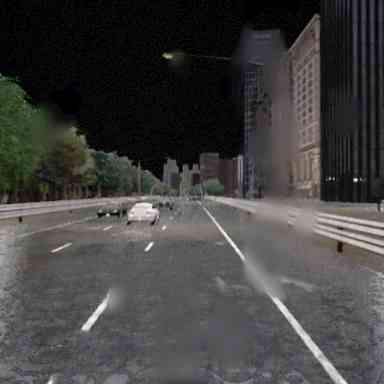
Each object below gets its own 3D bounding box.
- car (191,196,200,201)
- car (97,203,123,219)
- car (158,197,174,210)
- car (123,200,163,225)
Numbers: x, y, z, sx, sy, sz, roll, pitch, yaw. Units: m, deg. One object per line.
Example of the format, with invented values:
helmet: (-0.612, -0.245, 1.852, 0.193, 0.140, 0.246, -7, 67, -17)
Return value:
car: (1.231, 1.866, 94.189, 1.837, 1.490, 4.892, 0, -1, 0)
car: (-6.905, 1.597, 29.506, 1.895, 1.301, 4.718, 0, 0, 0)
car: (-3.396, 1.363, 42.651, 2.097, 1.767, 4.553, 0, 0, 0)
car: (-3.410, 1.521, 23.942, 1.812, 1.442, 4.674, 0, 0, 0)
